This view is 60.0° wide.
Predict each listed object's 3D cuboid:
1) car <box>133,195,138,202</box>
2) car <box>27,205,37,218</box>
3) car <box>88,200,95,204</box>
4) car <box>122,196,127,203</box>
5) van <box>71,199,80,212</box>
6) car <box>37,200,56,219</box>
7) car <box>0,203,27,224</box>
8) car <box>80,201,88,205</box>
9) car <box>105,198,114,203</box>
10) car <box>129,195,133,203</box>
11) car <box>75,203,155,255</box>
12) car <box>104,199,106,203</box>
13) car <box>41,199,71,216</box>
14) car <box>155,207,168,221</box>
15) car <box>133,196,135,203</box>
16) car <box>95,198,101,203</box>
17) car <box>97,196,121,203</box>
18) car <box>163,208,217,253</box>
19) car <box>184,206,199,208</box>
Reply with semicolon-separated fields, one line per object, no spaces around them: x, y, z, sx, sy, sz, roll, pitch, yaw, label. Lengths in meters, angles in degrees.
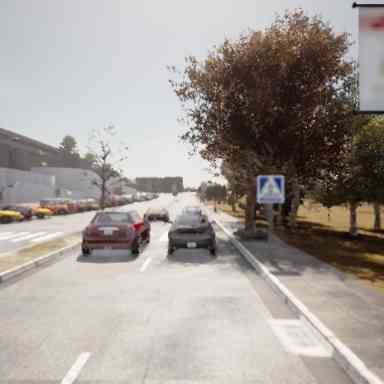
-16.873;2.263;83.672;4.792;1.488;2.163;-1;0;-20;car
-16.927;1.899;29.914;4.792;1.488;2.163;0;-1;-20;car
-16.926;2.148;47.816;4.792;1.488;2.163;-1;0;-20;car
-16.878;1.961;68.738;5.566;2.045;2.435;-1;0;-20;car
-16.795;1.824;41.915;4.442;1.987;1.878;0;-1;-20;van
-16.727;1.913;32.976;5.366;1.575;1.946;0;-1;-20;car
-16.728;1.816;27.010;5.366;1.575;1.946;0;-1;-20;car
-16.895;2.125;44.844;4.674;1.452;2.002;-1;0;-20;car
-16.896;2.233;59.770;4.674;1.452;2.002;-1;0;-20;car
-16.871;2.099;77.681;4.553;1.767;2.185;-1;0;-20;car
-3.005;1.499;14.084;2.097;1.767;4.553;0;-1;0;car
-16.872;2.194;53.813;4.792;1.488;2.163;-1;-1;-20;car
-16.873;1.883;38.887;4.553;1.767;2.185;0;-1;-20;car
-3.015;1.963;29.122;1.895;1.301;4.718;0;-1;0;car
-16.894;2.269;80.653;4.674;1.452;2.002;-1;0;-20;car
-16.728;2.138;50.886;5.366;1.575;1.946;-1;-1;-20;car
-16.929;1.952;62.742;5.566;2.045;2.435;-1;0;-20;car
-0.004;1.661;14.317;1.837;1.490;4.892;0;0;0;car
-0.016;1.907;29.006;2.033;1.411;5.357;0;-1;0;car
